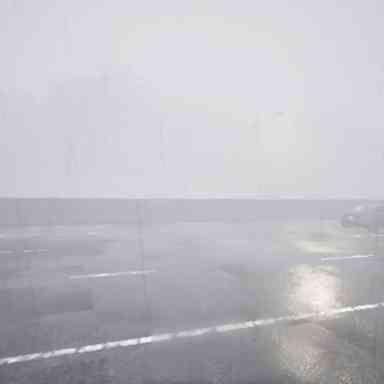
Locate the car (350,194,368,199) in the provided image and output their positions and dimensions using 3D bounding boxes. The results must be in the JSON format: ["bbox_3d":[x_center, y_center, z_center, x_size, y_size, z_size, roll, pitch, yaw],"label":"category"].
[{"bbox_3d":[23.904,1.001,45.497,4.902,1.511,2.128,1,1,-19],"label":"car"}]

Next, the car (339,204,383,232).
[{"bbox_3d":[10.170,1.341,18.079,4.181,1.385,1.994,1,1,-20],"label":"car"}]

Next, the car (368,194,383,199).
[{"bbox_3d":[25.441,1.078,42.335,5.008,1.535,1.882,1,1,-19],"label":"car"}]
